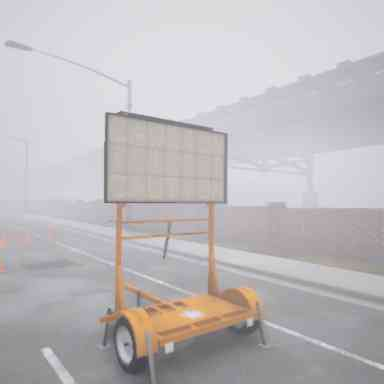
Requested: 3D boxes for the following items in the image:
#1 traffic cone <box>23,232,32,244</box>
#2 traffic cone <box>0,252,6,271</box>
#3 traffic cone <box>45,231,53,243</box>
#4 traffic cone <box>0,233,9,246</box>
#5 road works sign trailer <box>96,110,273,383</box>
[{"bbox_3d":[-8.017,2.236,16.213,0.340,0.580,0.340,2,-2,-38],"label":"traffic cone"},{"bbox_3d":[-5.936,2.127,10.242,0.340,0.580,0.340,2,-2,-38],"label":"traffic cone"},{"bbox_3d":[-7.226,2.258,16.823,0.340,0.580,0.340,2,-2,-38],"label":"traffic cone"},{"bbox_3d":[-8.809,2.215,15.603,0.340,0.580,0.340,2,-2,-38],"label":"traffic cone"},{"bbox_3d":[-0.466,0.591,5.639,2.380,3.560,2.880,2,-2,-38],"label":"road works sign trailer"}]
